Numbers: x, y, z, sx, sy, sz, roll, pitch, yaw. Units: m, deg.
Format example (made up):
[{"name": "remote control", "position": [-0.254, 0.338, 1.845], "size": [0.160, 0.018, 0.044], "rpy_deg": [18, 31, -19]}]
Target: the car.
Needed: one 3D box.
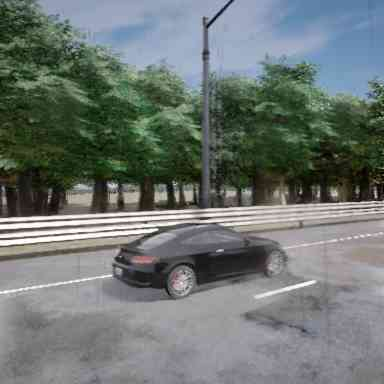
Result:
[{"name": "car", "position": [0.340, 1.483, 8.296], "size": [4.674, 1.442, 1.812], "rpy_deg": [0, 0, -35]}]
